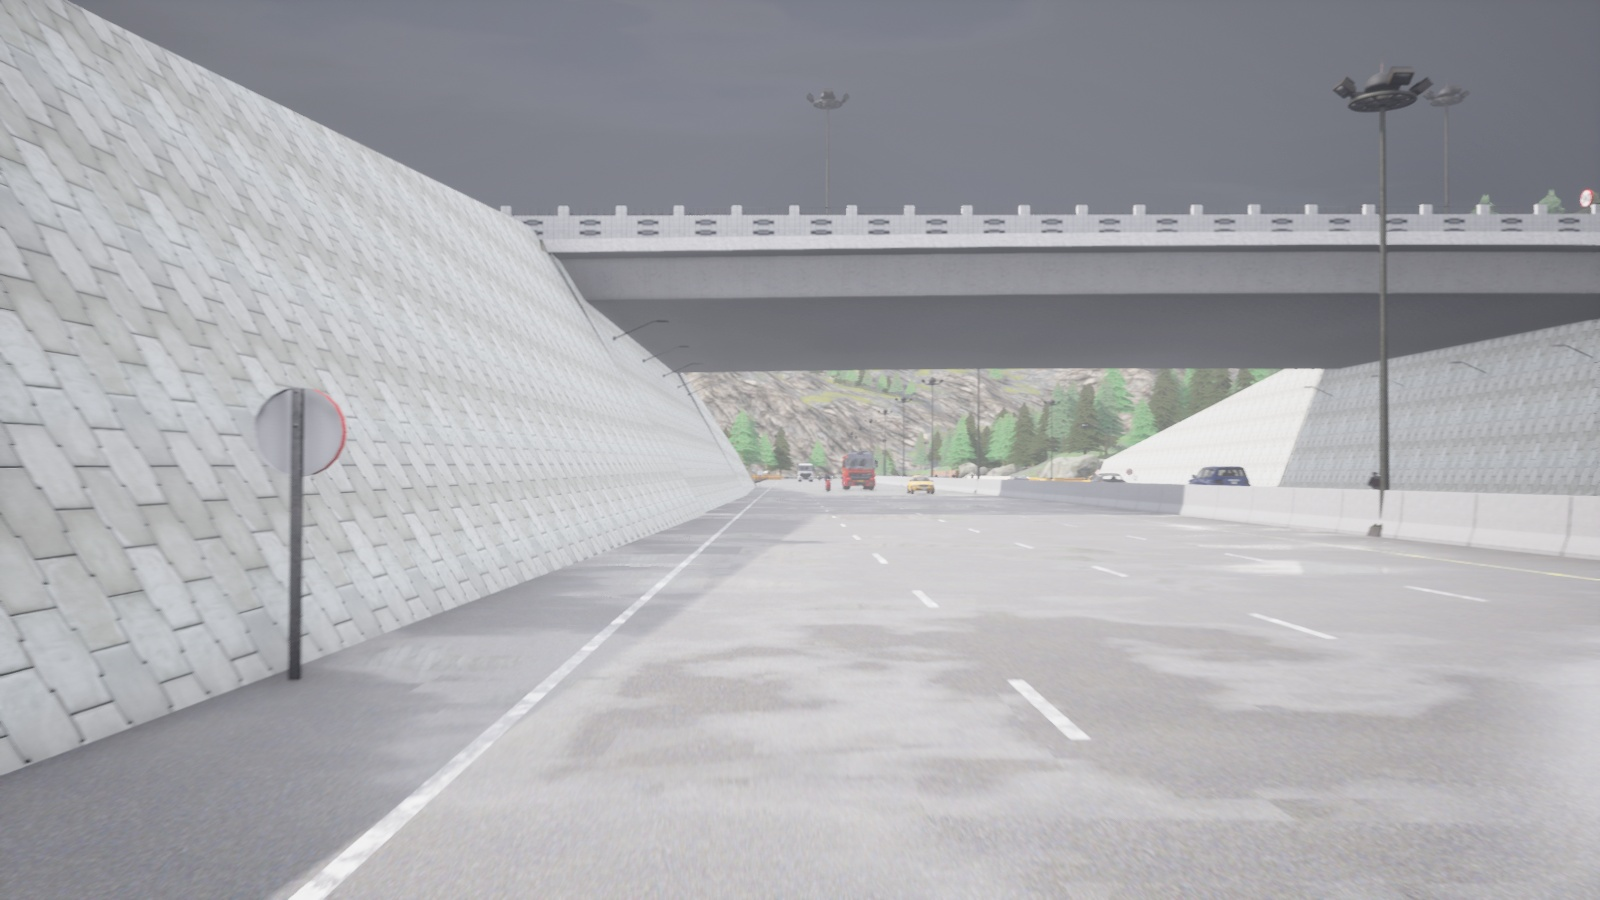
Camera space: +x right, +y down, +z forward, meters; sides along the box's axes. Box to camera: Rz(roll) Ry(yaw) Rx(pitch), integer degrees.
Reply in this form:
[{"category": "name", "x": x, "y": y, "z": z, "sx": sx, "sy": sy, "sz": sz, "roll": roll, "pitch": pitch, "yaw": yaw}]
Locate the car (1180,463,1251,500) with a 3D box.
[{"category": "car", "x": 23.633, "y": 1.771, "z": 71.657, "sx": 2.150, "sy": 2.045, "sz": 5.566, "roll": 0, "pitch": -1, "yaw": -1}]
